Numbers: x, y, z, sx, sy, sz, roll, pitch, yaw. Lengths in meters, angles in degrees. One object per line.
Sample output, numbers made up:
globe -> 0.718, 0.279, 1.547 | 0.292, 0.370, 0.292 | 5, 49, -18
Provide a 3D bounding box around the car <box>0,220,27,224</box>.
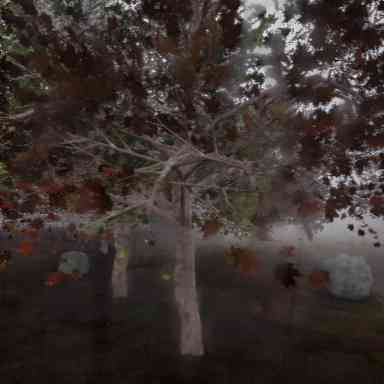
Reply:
car -> -20.569, 4.315, 34.742 | 5.566, 2.045, 2.435 | 2, 1, 17
